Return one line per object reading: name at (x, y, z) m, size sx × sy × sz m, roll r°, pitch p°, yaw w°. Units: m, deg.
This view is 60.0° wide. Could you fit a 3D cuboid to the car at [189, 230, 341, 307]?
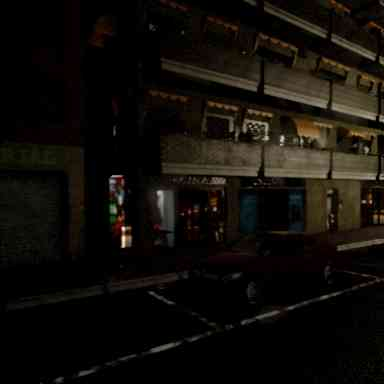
car at (1.894, 1.593, 7.929) m, size 4.206 × 1.307 × 1.802 m, roll 0°, pitch -1°, yaw -36°
